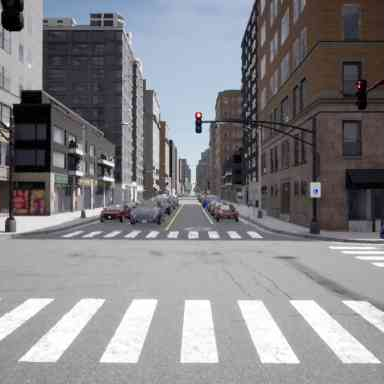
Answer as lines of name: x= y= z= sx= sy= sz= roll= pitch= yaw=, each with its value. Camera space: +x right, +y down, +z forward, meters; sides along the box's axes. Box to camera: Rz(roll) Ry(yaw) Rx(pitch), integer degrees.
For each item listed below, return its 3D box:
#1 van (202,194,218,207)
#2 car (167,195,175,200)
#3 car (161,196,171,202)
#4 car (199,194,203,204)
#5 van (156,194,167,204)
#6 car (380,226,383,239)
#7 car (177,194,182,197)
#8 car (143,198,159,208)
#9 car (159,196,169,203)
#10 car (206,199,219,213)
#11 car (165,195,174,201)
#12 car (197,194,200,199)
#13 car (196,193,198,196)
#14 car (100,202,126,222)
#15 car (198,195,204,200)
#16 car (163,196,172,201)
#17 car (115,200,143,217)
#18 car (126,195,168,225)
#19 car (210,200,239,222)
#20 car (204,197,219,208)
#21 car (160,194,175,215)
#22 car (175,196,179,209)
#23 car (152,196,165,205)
van: x=2.606 y=1.353 z=43.041 sx=1.690 sy=1.788 sz=3.998 roll=1 pitch=0 yaw=0
car: x=-6.007 y=1.585 z=94.089 sx=1.887 sy=1.381 sz=4.507 roll=1 pitch=0 yaw=0
car: x=-5.979 y=1.582 z=77.071 sx=2.008 sy=1.369 sz=4.403 roll=1 pitch=0 yaw=0
car: x=2.597 y=1.329 z=48.714 sx=2.192 sy=1.841 sz=5.009 roll=1 pitch=0 yaw=0
van: x=-5.958 y=1.365 z=65.725 sx=1.690 sy=1.788 sz=3.998 roll=1 pitch=0 yaw=0
car: x=10.658 y=1.342 z=13.258 sx=5.566 sy=2.045 sz=2.150 roll=0 pitch=-1 yaw=0
car: x=-3.143 y=1.509 z=54.109 sx=2.128 sy=1.511 sz=4.902 roll=0 pitch=0 yaw=0
car: x=-5.931 y=1.596 z=48.707 sx=1.802 sy=1.307 sz=4.206 roll=1 pitch=0 yaw=0
car: x=-5.969 y=1.609 z=71.398 sx=1.802 sy=1.307 sz=4.206 roll=1 pitch=0 yaw=0
car: x=2.623 y=1.589 z=31.694 sx=1.802 sy=1.307 sz=4.206 roll=1 pitch=0 yaw=0
car: x=-5.998 y=1.603 z=88.417 sx=1.947 sy=1.339 sz=4.313 roll=1 pitch=0 yaw=0
car: x=2.556 y=1.593 z=71.407 sx=1.947 sy=1.339 sz=4.313 roll=1 pitch=0 yaw=0
car: x=2.539 y=1.349 z=82.754 sx=2.192 sy=1.841 sz=5.009 roll=1 pitch=0 yaw=0
car: x=-5.893 y=1.551 z=26.015 sx=1.887 sy=1.381 sz=4.507 roll=1 pitch=0 yaw=0
car: x=2.519 y=1.565 z=94.271 sx=1.752 sy=1.417 sz=4.829 roll=1 pitch=0 yaw=0
car: x=-5.989 y=1.600 z=82.744 sx=1.947 sy=1.339 sz=4.313 roll=1 pitch=0 yaw=0
car: x=-5.902 y=1.552 z=31.688 sx=1.887 sy=1.381 sz=4.507 roll=1 pitch=0 yaw=0
car: x=-3.137 y=1.358 z=24.112 sx=2.097 sy=1.767 sz=4.553 roll=0 pitch=0 yaw=0
car: x=2.633 y=1.588 z=26.020 sx=1.802 sy=1.307 sz=4.206 roll=1 pitch=0 yaw=0
car: x=2.613 y=1.591 z=37.367 sx=1.802 sy=1.307 sz=4.206 roll=1 pitch=0 yaw=0
car: x=-3.154 y=1.360 z=33.932 sx=2.097 sy=1.767 sz=4.553 roll=0 pitch=0 yaw=0
car: x=-3.157 y=1.576 z=43.877 sx=1.994 sy=1.385 sz=4.181 roll=0 pitch=0 yaw=1
car: x=-5.949 y=1.461 z=60.052 sx=1.967 sy=1.590 sz=4.097 roll=1 pitch=0 yaw=0
